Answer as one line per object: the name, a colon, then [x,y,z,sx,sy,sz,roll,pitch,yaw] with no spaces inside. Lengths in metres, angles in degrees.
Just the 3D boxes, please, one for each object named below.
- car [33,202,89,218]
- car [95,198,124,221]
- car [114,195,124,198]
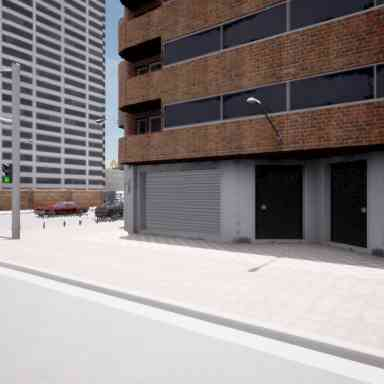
car: [-12.135,1.601,30.952,1.895,1.301,4.718,0,0,35]
car: [-5.723,1.504,27.558,1.837,1.490,4.892,0,0,35]
car: [-6.421,1.477,39.057,1.882,1.535,5.008,0,0,35]
